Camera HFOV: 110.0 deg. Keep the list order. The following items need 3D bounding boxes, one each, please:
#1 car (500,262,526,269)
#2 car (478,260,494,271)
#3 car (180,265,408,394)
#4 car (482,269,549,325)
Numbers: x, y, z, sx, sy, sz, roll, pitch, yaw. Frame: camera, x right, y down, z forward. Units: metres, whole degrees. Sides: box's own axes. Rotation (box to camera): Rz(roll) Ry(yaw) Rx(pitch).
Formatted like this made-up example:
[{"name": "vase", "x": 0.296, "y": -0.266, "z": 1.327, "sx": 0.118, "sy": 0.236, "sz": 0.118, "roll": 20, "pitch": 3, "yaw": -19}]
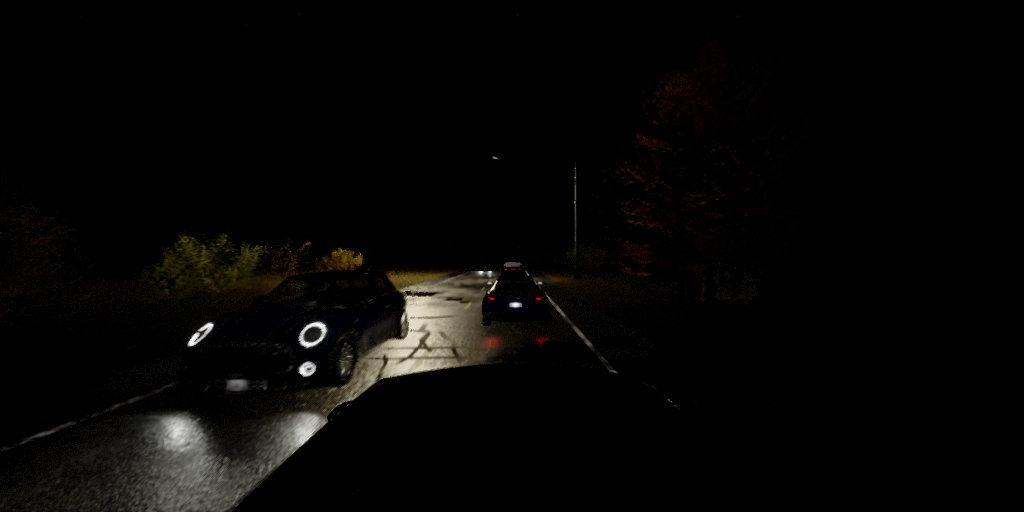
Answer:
[{"name": "car", "x": 0.092, "y": 1.237, "z": 29.423, "sx": 2.128, "sy": 1.511, "sz": 4.902, "roll": 0, "pitch": 0, "yaw": 0}, {"name": "car", "x": -3.514, "y": 1.300, "z": 49.641, "sx": 1.994, "sy": 1.385, "sz": 4.181, "roll": 0, "pitch": 0, "yaw": 0}, {"name": "car", "x": -3.601, "y": 1.102, "z": 6.939, "sx": 2.097, "sy": 1.767, "sz": 4.553, "roll": 0, "pitch": 0, "yaw": 0}, {"name": "car", "x": 0.097, "y": 1.313, "z": 11.852, "sx": 1.994, "sy": 1.385, "sz": 4.181, "roll": 0, "pitch": 0, "yaw": 0}]
